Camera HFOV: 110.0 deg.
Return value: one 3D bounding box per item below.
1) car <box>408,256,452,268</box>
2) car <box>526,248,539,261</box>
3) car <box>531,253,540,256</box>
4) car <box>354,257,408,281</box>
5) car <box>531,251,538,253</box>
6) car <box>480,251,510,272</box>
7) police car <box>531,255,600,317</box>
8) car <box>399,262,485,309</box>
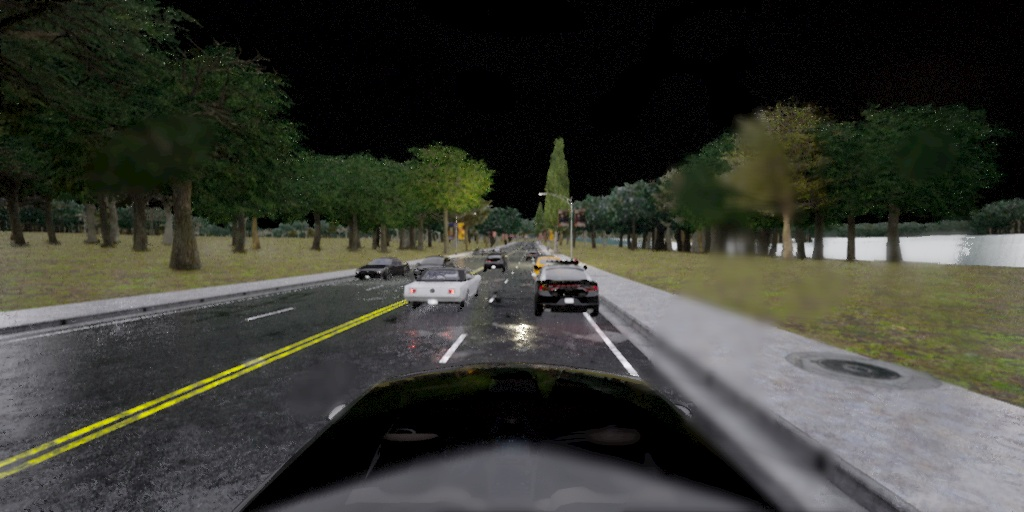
[{"bbox_3d":[-5.194,0.750,24.413,1.837,1.490,4.892,0,2,3],"label":"car"},{"bbox_3d":[2.834,-0.086,48.893,1.837,1.490,4.892,0,2,4],"label":"car"},{"bbox_3d":[2.266,0.783,22.176,1.882,1.535,5.008,0,1,3],"label":"car"},{"bbox_3d":[-8.470,0.800,24.046,2.033,1.411,5.357,0,2,4],"label":"car"},{"bbox_3d":[2.608,0.620,28.161,1.882,1.535,5.008,0,2,3],"label":"car"},{"bbox_3d":[-1.342,0.552,31.329,1.837,1.490,4.892,0,2,3],"label":"car"},{"bbox_3d":[1.700,0.952,12.306,1.930,1.638,5.238,0,1,3],"label":"police car"},{"bbox_3d":[-2.363,1.099,13.522,1.895,1.301,4.718,0,1,3],"label":"car"}]
